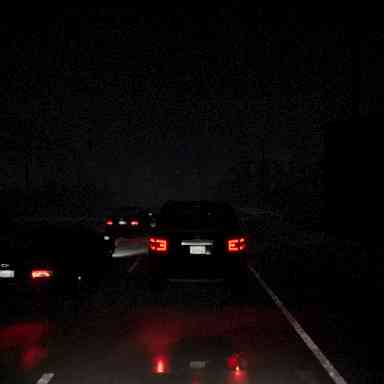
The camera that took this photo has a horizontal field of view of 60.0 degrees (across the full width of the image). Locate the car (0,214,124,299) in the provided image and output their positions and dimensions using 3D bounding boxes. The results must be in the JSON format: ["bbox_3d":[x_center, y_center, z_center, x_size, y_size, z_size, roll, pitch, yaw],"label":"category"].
[{"bbox_3d":[-3.411,1.547,8.608,2.033,1.411,5.357,0,0,0],"label":"car"}]

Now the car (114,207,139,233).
[{"bbox_3d":[-3.413,1.547,18.680,2.033,1.411,5.357,0,0,0],"label":"car"}]

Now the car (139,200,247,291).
[{"bbox_3d":[0.094,1.221,9.149,2.150,2.045,5.566,0,0,0],"label":"car"}]

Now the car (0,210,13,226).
[{"bbox_3d":[-10.546,1.492,15.928,2.128,1.511,4.902,0,0,1],"label":"car"}]

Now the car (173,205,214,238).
[{"bbox_3d":[0.090,1.547,19.080,2.033,1.411,5.357,0,0,0],"label":"car"}]
